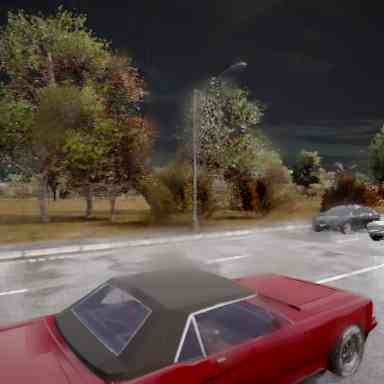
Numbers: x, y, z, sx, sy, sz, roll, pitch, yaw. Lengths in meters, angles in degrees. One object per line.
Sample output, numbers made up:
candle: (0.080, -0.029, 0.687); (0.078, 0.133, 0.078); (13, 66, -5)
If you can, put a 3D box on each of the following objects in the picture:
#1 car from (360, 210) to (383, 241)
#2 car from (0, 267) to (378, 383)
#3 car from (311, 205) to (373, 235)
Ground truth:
car: (10.143, 1.604, 15.520); (4.718, 1.301, 1.895); (0, 0, -35)
car: (0.153, 1.601, 3.853); (4.718, 1.301, 1.895); (0, 0, -35)
car: (8.770, 1.508, 18.839); (4.892, 1.490, 1.837); (0, 0, -35)
